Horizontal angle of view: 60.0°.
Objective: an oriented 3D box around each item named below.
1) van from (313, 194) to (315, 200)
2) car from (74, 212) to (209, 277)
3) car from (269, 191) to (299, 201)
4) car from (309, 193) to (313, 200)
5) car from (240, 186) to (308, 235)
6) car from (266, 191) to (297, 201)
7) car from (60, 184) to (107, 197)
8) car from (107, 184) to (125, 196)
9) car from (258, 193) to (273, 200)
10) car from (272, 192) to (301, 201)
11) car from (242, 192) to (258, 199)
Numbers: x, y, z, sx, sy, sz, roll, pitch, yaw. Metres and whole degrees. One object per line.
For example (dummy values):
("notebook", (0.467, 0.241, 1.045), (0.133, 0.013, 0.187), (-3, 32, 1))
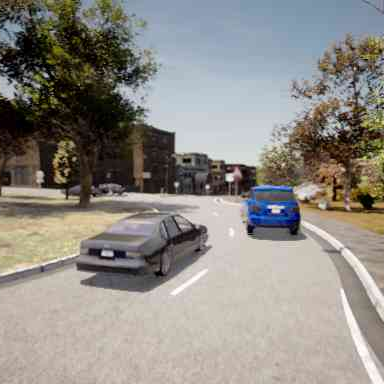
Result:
("van", (28.492, 1.251, 85.227), (4.442, 1.987, 1.878), (2, 0, 25))
("car", (-1.043, 1.300, 9.580), (2.033, 1.411, 5.357), (1, 2, 18))
("car", (16.715, 0.738, 60.331), (5.008, 1.535, 2.097), (2, -1, 25))
("car", (26.020, 1.385, 80.301), (4.792, 1.488, 2.163), (2, -1, 25))
("car", (3.562, 0.724, 15.782), (2.150, 2.045, 5.566), (1, 3, 5))
("car", (15.548, 0.649, 57.836), (4.892, 1.521, 2.231), (2, -1, 25))
("car", (-13.146, -0.157, 39.423), (5.357, 1.411, 2.033), (2, 3, 29))
("car", (-10.541, -0.295, 41.590), (4.902, 1.511, 2.128), (2, 3, 33))
("car", (15.866, 0.962, 71.582), (2.033, 1.411, 5.357), (2, -1, 25))
("car", (17.890, 0.828, 62.819), (4.892, 1.521, 2.231), (2, -1, 25))
("car", (12.747, 0.869, 72.583), (2.033, 1.411, 5.357), (2, -1, 25))
